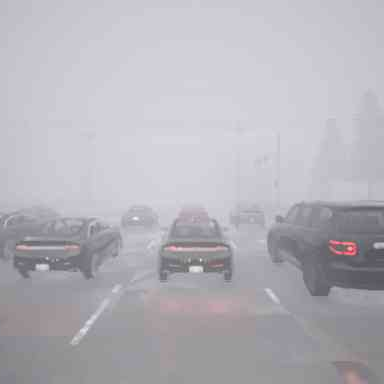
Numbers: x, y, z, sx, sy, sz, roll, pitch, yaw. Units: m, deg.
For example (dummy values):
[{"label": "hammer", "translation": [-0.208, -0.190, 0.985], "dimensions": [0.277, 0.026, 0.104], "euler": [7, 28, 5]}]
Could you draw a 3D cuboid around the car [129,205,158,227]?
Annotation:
[{"label": "car", "translation": [-3.412, 1.577, 22.200], "dimensions": [1.994, 1.385, 4.181], "euler": [0, 0, 0]}]

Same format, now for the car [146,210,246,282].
[{"label": "car", "translation": [0.092, 1.498, 9.795], "dimensions": [2.128, 1.511, 4.902], "euler": [0, 0, 0]}]

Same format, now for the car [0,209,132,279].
[{"label": "car", "translation": [-3.411, 1.498, 10.011], "dimensions": [2.128, 1.511, 4.902], "euler": [0, 0, 0]}]

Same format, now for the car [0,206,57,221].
[{"label": "car", "translation": [-6.910, 1.498, 12.424], "dimensions": [2.128, 1.511, 4.902], "euler": [0, 0, 0]}]

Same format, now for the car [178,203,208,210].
[{"label": "car", "translation": [0.087, 1.490, 22.318], "dimensions": [1.882, 1.535, 5.008], "euler": [0, 0, 0]}]

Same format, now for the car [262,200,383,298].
[{"label": "car", "translation": [3.595, 1.225, 8.705], "dimensions": [2.150, 2.045, 5.566], "euler": [0, 0, -1]}]

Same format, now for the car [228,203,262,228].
[{"label": "car", "translation": [3.587, 1.506, 22.335], "dimensions": [2.128, 1.511, 4.902], "euler": [0, 0, 0]}]
